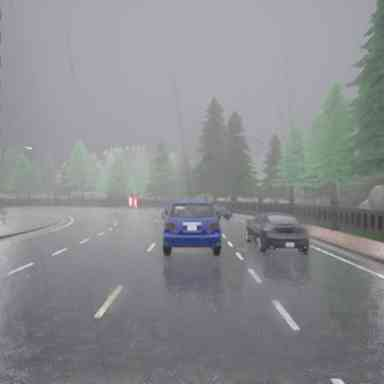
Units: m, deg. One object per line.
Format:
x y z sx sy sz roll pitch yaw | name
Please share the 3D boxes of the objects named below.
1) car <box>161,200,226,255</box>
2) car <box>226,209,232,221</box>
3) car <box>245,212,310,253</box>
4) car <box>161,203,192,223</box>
0.002 1.347 13.997 2.150 2.045 5.566 0 0 0 | car
1.985 1.881 30.318 1.895 1.301 4.718 0 -1 -15 | car
3.502 1.640 14.294 1.837 1.490 4.892 0 0 0 | car
-1.490 1.801 29.691 1.812 1.442 4.674 0 0 -16 | car
